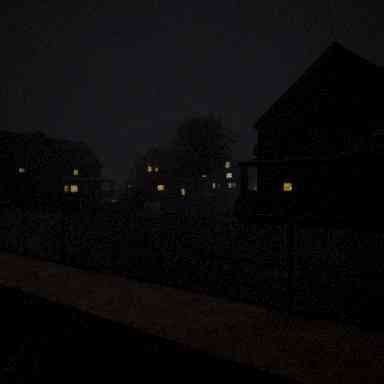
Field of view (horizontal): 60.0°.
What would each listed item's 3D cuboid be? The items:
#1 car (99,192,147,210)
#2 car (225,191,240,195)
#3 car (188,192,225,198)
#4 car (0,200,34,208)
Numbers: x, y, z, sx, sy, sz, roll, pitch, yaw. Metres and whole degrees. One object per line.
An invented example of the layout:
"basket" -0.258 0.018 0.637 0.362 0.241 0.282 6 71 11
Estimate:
"car" -6.150 0.786 29.760 2.097 1.767 4.553 1 2 35
"car" 5.138 0.622 40.626 1.837 1.490 4.892 1 2 35
"car" 1.493 0.671 40.559 2.033 1.411 5.357 1 2 35
"car" -12.028 1.239 21.413 1.994 1.385 4.181 1 2 36
